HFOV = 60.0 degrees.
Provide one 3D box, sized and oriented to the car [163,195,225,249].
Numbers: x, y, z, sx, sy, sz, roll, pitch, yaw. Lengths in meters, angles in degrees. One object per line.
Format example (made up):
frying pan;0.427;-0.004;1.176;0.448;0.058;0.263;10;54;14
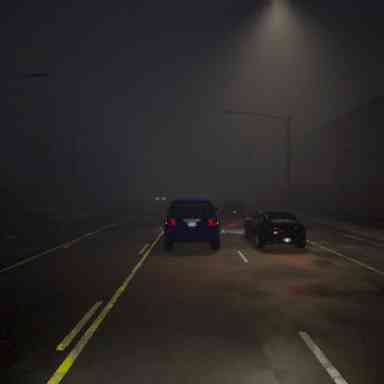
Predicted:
car;0.000;1.244;14.676;2.150;2.045;5.566;0;0;0

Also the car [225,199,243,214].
car;3.500;1.357;29.640;1.837;1.490;4.892;0;1;0

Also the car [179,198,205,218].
car;0.000;1.335;29.640;2.128;1.511;4.902;0;1;0

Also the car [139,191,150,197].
car;-10.500;0.413;74.088;2.033;1.411;5.357;0;1;0

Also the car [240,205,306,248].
car;3.500;1.503;14.647;1.837;1.490;4.892;0;0;0

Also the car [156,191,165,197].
car;-7.000;0.469;74.059;1.895;1.301;4.718;0;1;0
